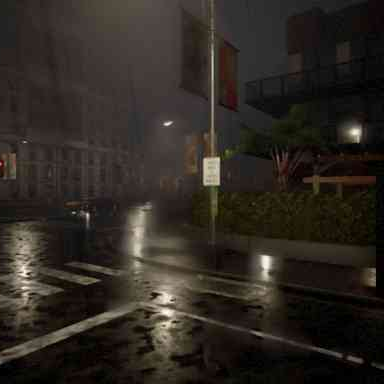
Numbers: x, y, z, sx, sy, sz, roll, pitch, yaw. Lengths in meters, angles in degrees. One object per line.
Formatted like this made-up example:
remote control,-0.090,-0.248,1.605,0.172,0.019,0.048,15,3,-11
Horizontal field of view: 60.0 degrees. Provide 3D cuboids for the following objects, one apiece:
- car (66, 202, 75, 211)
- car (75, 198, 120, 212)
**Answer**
car,-13.077,1.478,40.905,1.882,1.535,5.008,0,0,35
car,-10.581,1.505,38.361,1.837,1.490,4.892,0,0,36
